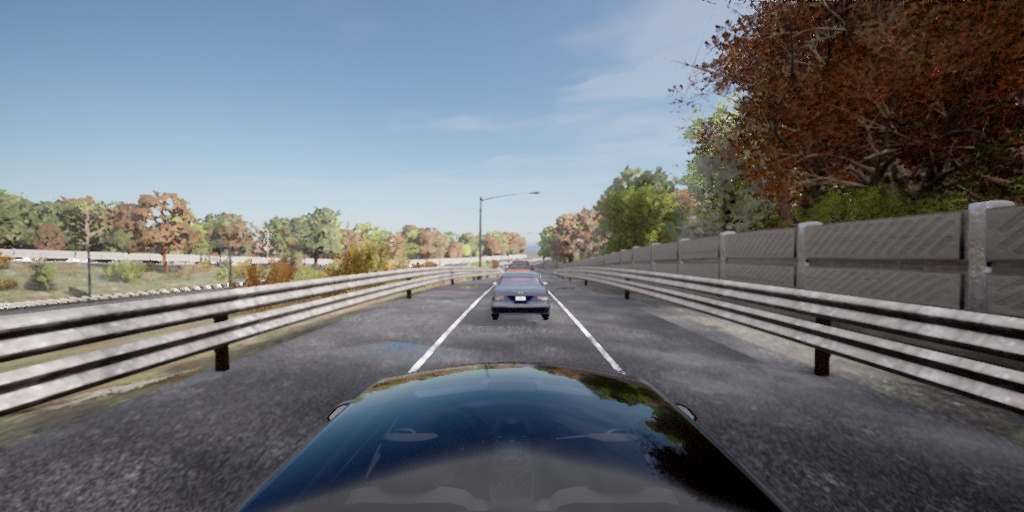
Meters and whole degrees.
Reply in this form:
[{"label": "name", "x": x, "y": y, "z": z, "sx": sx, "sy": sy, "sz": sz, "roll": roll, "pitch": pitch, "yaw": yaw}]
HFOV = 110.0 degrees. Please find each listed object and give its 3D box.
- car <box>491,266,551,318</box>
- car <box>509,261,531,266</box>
[{"label": "car", "x": 0.286, "y": 1.243, "z": 12.520, "sx": 2.033, "sy": 1.411, "sz": 5.357, "roll": 0, "pitch": 0, "yaw": 1}, {"label": "car", "x": 0.520, "y": 1.278, "z": 25.910, "sx": 2.097, "sy": 1.767, "sz": 4.553, "roll": 0, "pitch": -2, "yaw": 2}]
